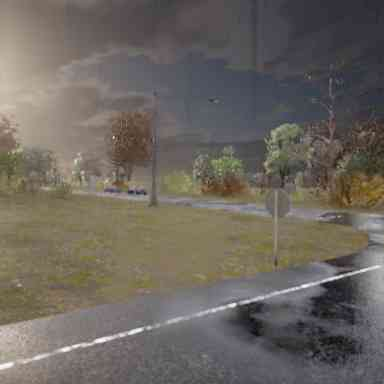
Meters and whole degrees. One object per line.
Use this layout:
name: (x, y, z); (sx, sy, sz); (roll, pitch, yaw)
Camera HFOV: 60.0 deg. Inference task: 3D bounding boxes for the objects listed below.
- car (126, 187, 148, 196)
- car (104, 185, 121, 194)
car: (-9.006, -0.095, 53.806); (1.895, 1.301, 4.718); (0, 2, -36)
car: (-14.826, -0.524, 61.902); (2.128, 1.511, 4.902); (0, 2, -36)
